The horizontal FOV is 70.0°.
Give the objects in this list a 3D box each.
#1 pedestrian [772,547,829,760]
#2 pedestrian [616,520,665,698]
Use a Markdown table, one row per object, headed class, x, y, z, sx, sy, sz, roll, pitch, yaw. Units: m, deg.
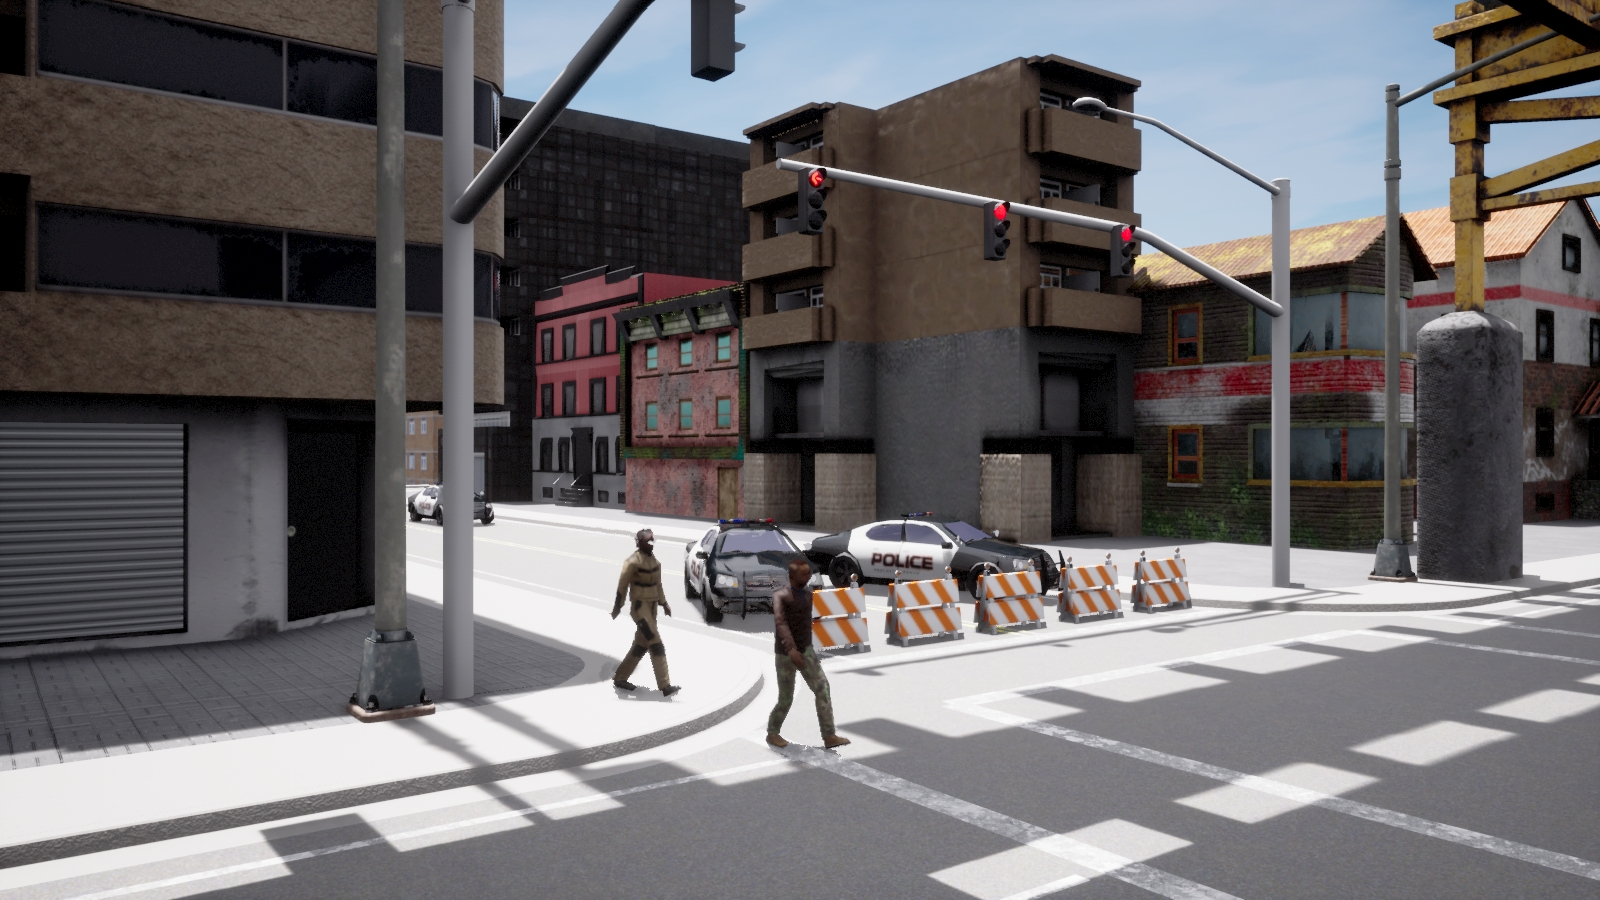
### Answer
| class | x | y | z | sx | sy | sz | roll | pitch | yaw |
| --- | --- | --- | --- | --- | --- | --- | --- | --- | --- |
| pedestrian | 0.004 | 1.848 | 10.503 | 0.375 | 1.860 | 0.375 | 0 | 0 | -42 |
| pedestrian | -1.726 | 1.699 | 12.360 | 0.375 | 1.860 | 0.375 | 0 | 0 | 35 |
